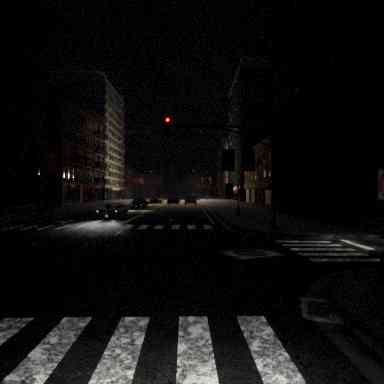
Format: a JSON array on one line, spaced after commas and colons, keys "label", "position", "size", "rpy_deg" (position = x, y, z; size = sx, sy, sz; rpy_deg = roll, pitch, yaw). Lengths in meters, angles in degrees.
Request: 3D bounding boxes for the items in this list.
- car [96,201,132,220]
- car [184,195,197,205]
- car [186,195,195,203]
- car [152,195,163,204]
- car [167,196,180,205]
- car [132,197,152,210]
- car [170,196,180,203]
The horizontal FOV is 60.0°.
[{"label": "car", "position": [-6.722, 1.601, 28.387], "size": [1.895, 1.301, 4.718], "rpy_deg": [0, 0, 0]}, {"label": "car", "position": [-0.252, 1.344, 58.281], "size": [2.097, 1.767, 4.553], "rpy_deg": [0, 0, 0]}, {"label": "car", "position": [-0.296, 1.467, 68.314], "size": [1.882, 1.535, 5.008], "rpy_deg": [0, 0, 0]}, {"label": "car", "position": [-6.774, 1.344, 63.308], "size": [2.097, 1.767, 4.553], "rpy_deg": [0, 0, 0]}, {"label": "car", "position": [-3.410, 1.469, 59.711], "size": [1.882, 1.535, 5.008], "rpy_deg": [0, 0, 0]}, {"label": "car", "position": [-6.782, 1.501, 42.971], "size": [1.837, 1.490, 4.892], "rpy_deg": [0, 0, 0]}, {"label": "car", "position": [-3.468, 1.590, 69.864], "size": [1.895, 1.301, 4.718], "rpy_deg": [0, 0, 0]}]
